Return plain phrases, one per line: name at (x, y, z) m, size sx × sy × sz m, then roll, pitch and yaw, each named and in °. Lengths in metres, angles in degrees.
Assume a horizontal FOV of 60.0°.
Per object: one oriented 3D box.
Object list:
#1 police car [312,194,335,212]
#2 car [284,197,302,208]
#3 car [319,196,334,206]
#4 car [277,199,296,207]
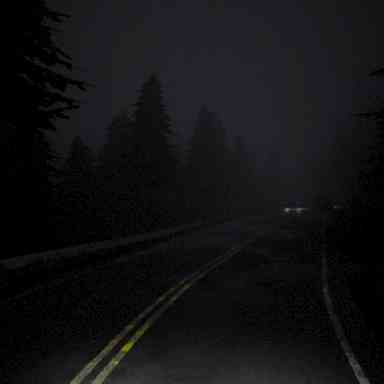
police car at (14.893, 1.358, 38.032) m, size 1.930 × 1.638 × 5.238 m, roll -1°, pitch 0°, yaw 24°
car at (14.934, 1.492, 48.741) m, size 1.882 × 1.535 × 5.008 m, roll -1°, pitch 0°, yaw 23°
car at (21.294, 1.451, 52.932) m, size 1.837 × 1.490 × 4.892 m, roll -1°, pitch 0°, yaw 18°
car at (21.171, 2.538, 74.582) m, size 1.994 × 1.385 × 4.181 m, roll 2°, pitch -7°, yaw -17°
